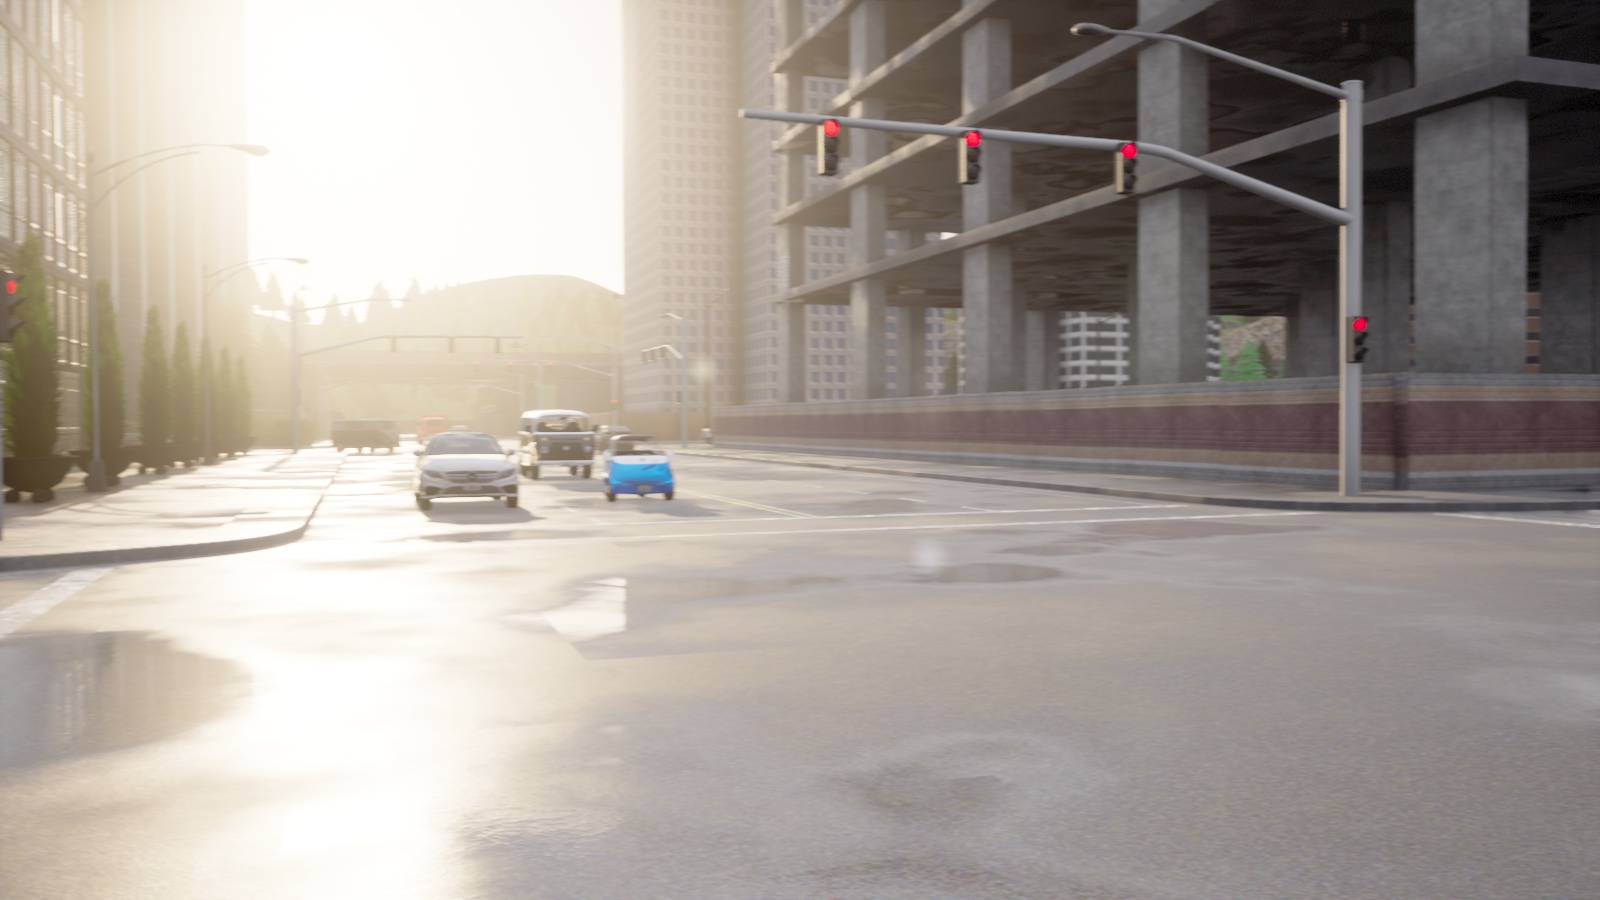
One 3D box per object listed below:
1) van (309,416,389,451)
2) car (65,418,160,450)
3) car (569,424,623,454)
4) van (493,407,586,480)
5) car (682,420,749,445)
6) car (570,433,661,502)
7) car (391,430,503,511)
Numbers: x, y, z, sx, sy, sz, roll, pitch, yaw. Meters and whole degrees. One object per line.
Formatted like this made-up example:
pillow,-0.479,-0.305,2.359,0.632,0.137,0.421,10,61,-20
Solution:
van,-25.634,-0.952,71.389,4.442,1.987,1.775,1,1,29
car,-40.246,-0.956,73.625,4.605,1.855,1.932,0,1,-20
car,-10.813,-0.627,66.260,2.007,1.525,4.514,0,1,-20
van,-7.785,-0.229,37.225,2.069,2.038,4.480,0,1,-20
car,-6.296,-1.335,93.758,4.605,1.855,1.932,0,1,-19
car,-3.912,0.335,26.492,1.481,1.376,2.207,0,1,-20
car,-7.137,0.331,25.116,1.812,1.442,4.674,0,1,-20
